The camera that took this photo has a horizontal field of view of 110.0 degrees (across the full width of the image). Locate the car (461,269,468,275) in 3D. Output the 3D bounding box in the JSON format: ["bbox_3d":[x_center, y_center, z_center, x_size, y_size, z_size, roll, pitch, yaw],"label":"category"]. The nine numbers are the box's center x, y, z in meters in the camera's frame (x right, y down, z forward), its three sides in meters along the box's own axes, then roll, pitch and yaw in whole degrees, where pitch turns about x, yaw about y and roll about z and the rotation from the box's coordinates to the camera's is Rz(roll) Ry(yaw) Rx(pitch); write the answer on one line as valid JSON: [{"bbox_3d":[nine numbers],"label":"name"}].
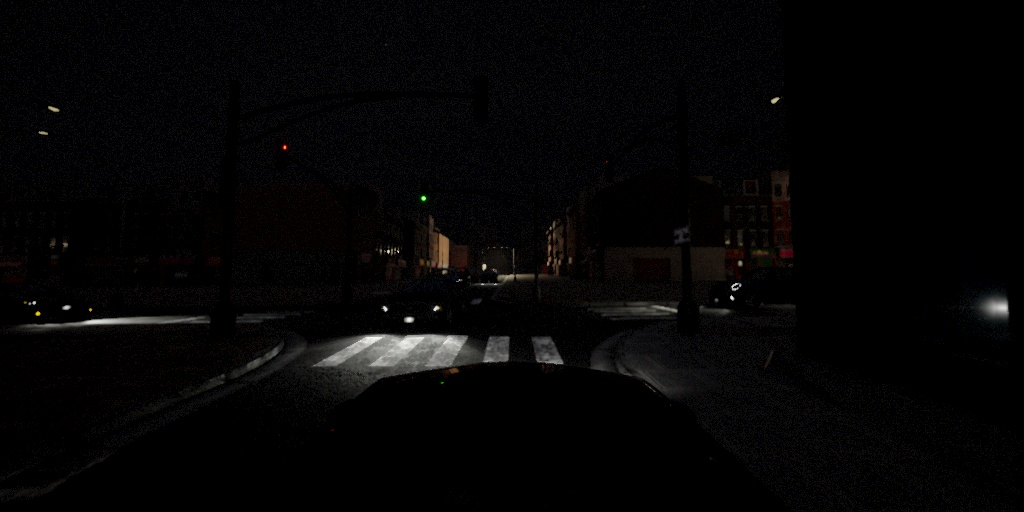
[{"bbox_3d":[-5.299,2.129,30.952,2.007,1.370,4.403,0,0,0],"label":"car"}]

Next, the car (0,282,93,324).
[{"bbox_3d":[-17.121,1.589,12.198,4.181,1.385,1.994,0,-4,0],"label":"car"}]

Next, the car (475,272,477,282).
[{"bbox_3d":[-5.268,2.675,46.507,1.888,1.381,4.507,0,0,0],"label":"car"}]

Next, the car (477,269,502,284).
[{"bbox_3d":[-2.637,2.557,43.435,2.033,1.411,5.357,0,-2,0],"label":"car"}]

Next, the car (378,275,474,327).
[{"bbox_3d":[-2.719,1.455,12.172,2.033,1.411,5.357,0,-3,0],"label":"car"}]

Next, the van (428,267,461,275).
[{"bbox_3d":[-5.305,1.804,27.634,1.690,1.789,3.998,0,0,0],"label":"van"}]

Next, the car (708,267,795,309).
[{"bbox_3d":[10.843,1.244,15.136,4.553,1.767,2.097,-1,-4,0],"label":"car"}]

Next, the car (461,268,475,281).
[{"bbox_3d":[-5.289,2.067,35.934,2.192,1.841,5.009,0,0,0],"label":"car"}]
